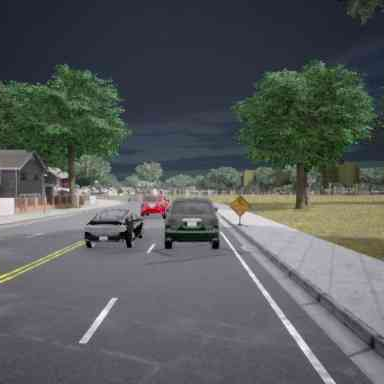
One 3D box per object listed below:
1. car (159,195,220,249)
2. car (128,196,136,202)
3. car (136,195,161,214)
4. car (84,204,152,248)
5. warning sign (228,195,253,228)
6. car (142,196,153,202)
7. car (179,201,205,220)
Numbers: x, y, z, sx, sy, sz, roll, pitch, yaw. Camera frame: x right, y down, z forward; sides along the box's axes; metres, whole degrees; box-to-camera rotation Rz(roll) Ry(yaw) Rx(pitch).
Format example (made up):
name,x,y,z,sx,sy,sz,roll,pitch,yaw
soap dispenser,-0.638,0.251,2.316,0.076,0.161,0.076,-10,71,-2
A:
name,x,y,z,sx,sy,sz,roll,pitch,yaw
car,0.000,1.254,14.681,2.150,2.045,5.566,0,0,0
car,-12.984,1.471,73.063,1.994,1.385,4.181,0,0,-14
car,-3.250,1.247,29.683,2.150,2.045,5.566,0,0,0
car,-3.251,1.491,14.651,2.128,1.511,4.902,0,0,0
warning sign,2.863,1.109,19.773,1.300,1.860,1.060,1,1,0
car,-9.901,1.490,74.090,1.895,1.301,4.718,0,0,-14
car,0.000,1.552,29.654,2.033,1.411,5.357,0,0,0
